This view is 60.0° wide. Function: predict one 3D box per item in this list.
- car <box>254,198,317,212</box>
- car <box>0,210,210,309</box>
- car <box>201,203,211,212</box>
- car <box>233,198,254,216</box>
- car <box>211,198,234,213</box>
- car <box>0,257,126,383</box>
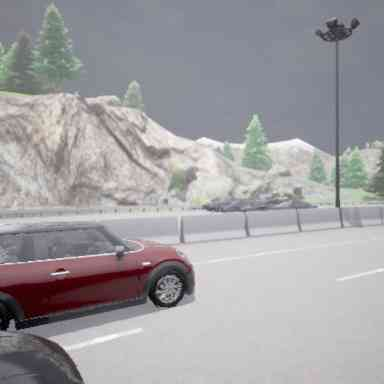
[{"bbox_3d":[7.157,1.347,24.270,4.674,1.442,1.812,-1,0,-26],"label":"car"},{"bbox_3d":[-2.167,1.335,6.333,4.553,1.767,2.097,-1,0,-34],"label":"car"},{"bbox_3d":[3.678,1.342,34.278,5.357,1.411,2.033,-1,0,-27],"label":"car"},{"bbox_3d":[6.206,1.315,27.682,4.892,1.490,1.837,-1,0,-27],"label":"car"},{"bbox_3d":[4.275,1.373,30.620,4.181,1.385,1.994,-1,0,-27],"label":"car"},{"bbox_3d":[-2.979,1.520,1.536,4.892,1.490,1.837,-1,0,-36],"label":"car"}]
